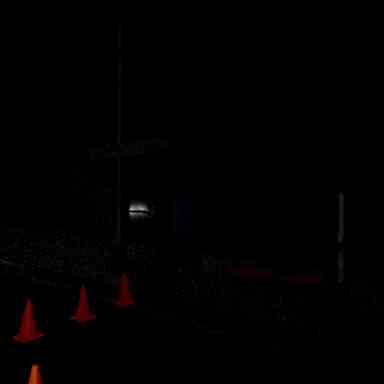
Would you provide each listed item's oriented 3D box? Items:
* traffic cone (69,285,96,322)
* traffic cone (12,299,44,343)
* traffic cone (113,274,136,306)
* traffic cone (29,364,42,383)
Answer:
[{"bbox_3d":[-1.964,1.971,6.000,0.340,0.580,0.340,0,0,36],"label":"traffic cone"},{"bbox_3d":[-2.549,1.965,5.189,0.340,0.580,0.340,0,0,36],"label":"traffic cone"},{"bbox_3d":[-1.380,1.976,6.811,0.340,0.580,0.340,0,0,36],"label":"traffic cone"},{"bbox_3d":[-1.511,1.963,3.208,0.340,0.580,0.340,0,0,36],"label":"traffic cone"}]
